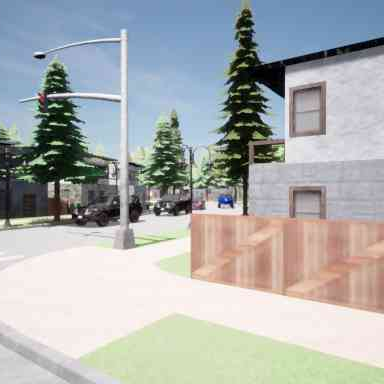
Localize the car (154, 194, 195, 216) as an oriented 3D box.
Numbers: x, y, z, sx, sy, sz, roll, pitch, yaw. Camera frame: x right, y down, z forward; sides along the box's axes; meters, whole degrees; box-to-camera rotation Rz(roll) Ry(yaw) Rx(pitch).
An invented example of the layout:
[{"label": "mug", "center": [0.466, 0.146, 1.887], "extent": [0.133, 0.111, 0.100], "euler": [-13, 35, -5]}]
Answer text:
[{"label": "car", "center": [-1.800, 1.202, 32.486], "extent": [2.150, 2.045, 5.566], "euler": [0, 0, 18]}]

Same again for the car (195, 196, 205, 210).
[{"label": "car", "center": [0.448, 1.333, 42.087], "extent": [2.097, 1.767, 4.553], "euler": [0, 0, 9]}]

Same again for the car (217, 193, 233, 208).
[{"label": "car", "center": [4.881, 1.202, 49.278], "extent": [2.150, 2.045, 5.566], "euler": [0, 0, 2]}]

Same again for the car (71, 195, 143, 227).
[{"label": "car", "center": [-5.684, 1.202, 23.106], "extent": [2.150, 2.045, 5.566], "euler": [0, 0, 27]}]
